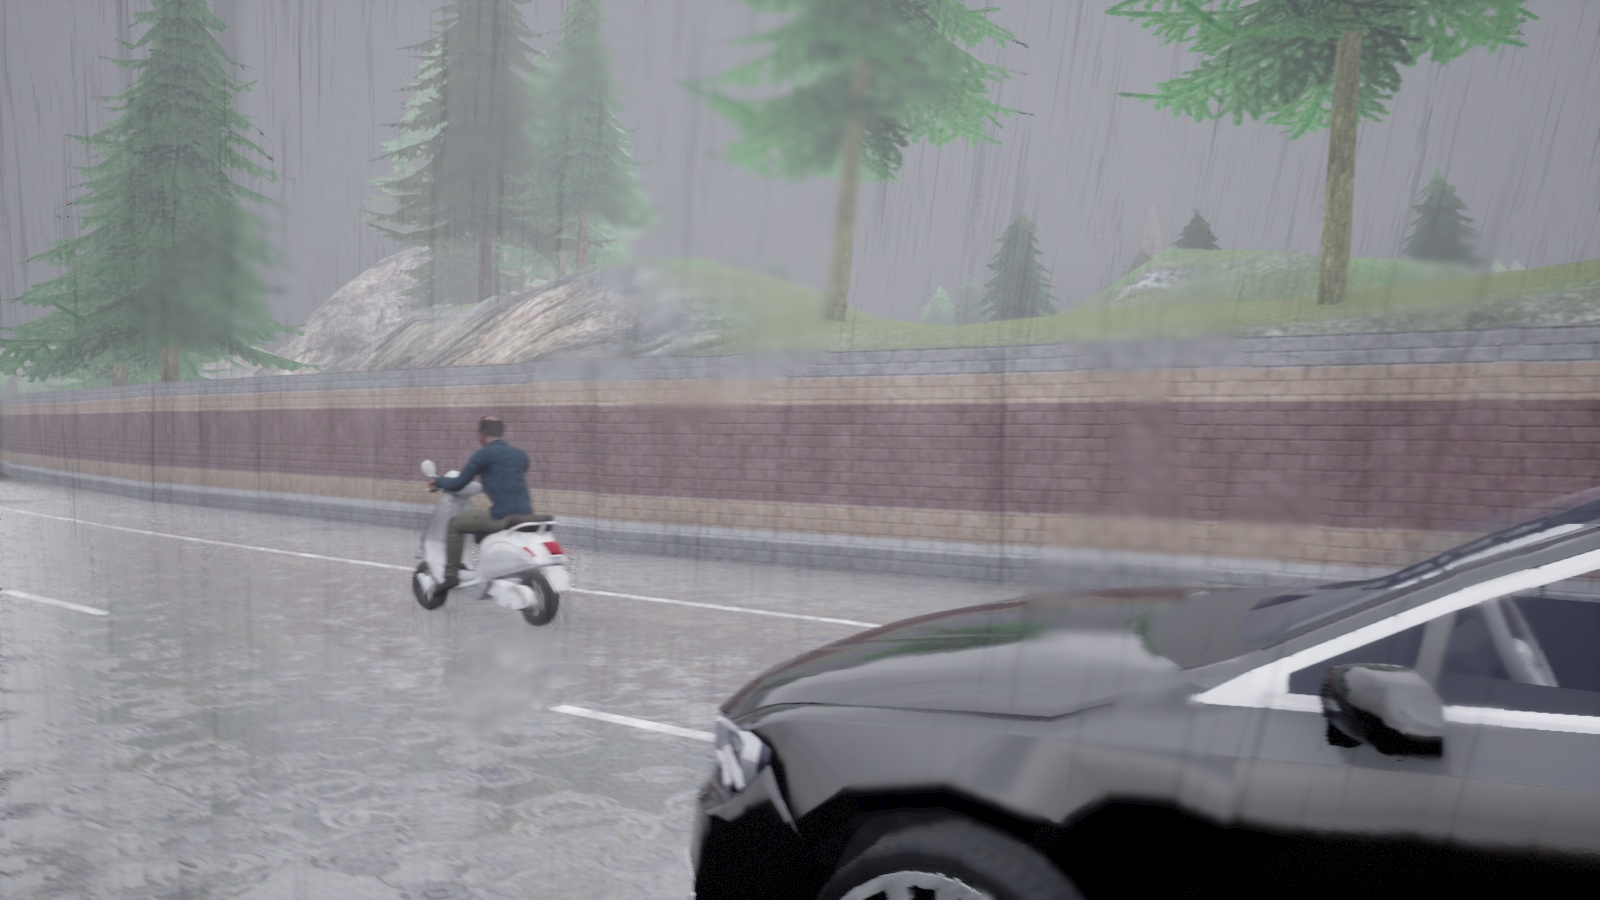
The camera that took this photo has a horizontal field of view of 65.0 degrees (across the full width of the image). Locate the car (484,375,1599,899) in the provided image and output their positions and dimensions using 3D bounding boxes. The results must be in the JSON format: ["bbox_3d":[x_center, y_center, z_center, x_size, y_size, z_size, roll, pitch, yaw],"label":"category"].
[{"bbox_3d":[1.933,0.640,2.311,4.902,1.511,2.128,0,1,34],"label":"car"}]

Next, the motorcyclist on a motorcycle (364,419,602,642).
[{"bbox_3d":[-2.502,0.576,9.842,1.817,1.590,0.866,0,0,37],"label":"motorcyclist on a motorcycle"}]
